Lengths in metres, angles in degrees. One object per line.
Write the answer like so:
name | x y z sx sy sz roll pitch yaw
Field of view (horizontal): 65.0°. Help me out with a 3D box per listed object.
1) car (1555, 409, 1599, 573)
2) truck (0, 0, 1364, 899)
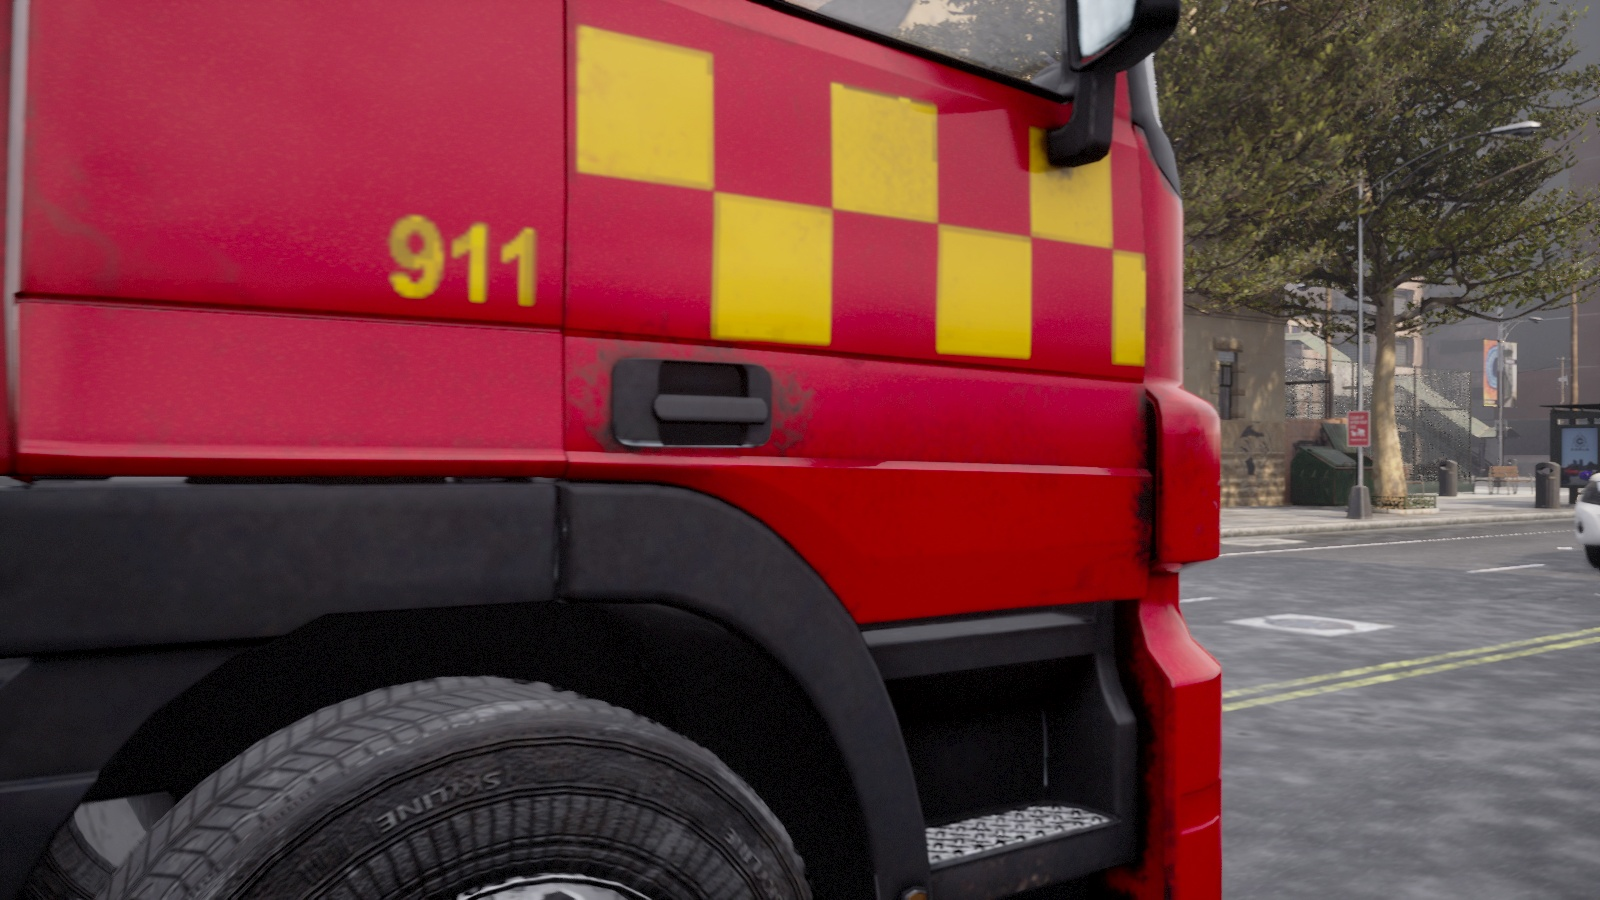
car | 12.616 0.515 16.849 5.566 2.045 2.150 0 0 -35
truck | -3.065 -0.414 1.510 8.468 3.827 2.891 0 0 -35
